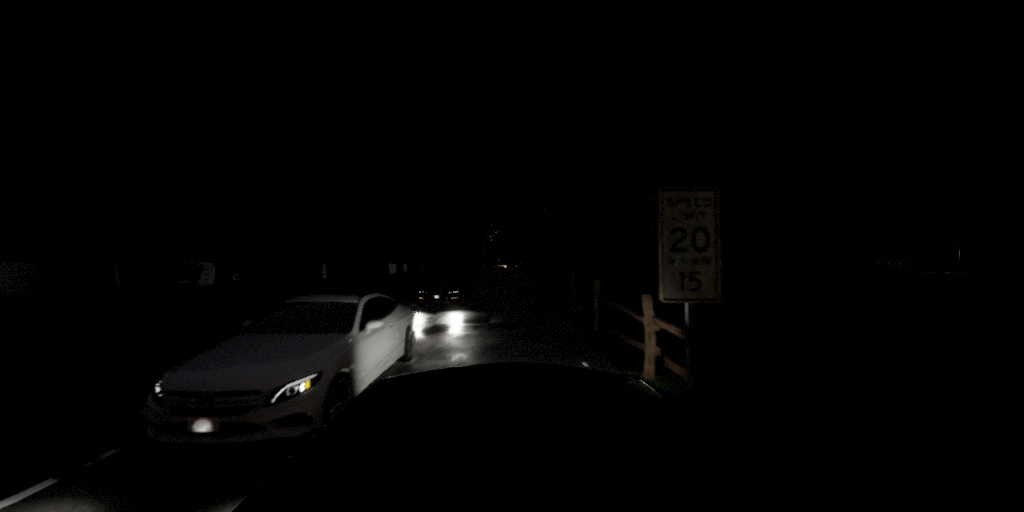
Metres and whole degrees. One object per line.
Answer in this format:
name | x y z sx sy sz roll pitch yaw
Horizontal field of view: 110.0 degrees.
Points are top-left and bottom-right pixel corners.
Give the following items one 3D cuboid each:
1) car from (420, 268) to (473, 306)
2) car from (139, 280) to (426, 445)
car | -2.877 1.328 16.133 1.837 1.490 4.892 0 0 0
car | -2.848 1.298 5.617 1.812 1.442 4.674 0 0 0
